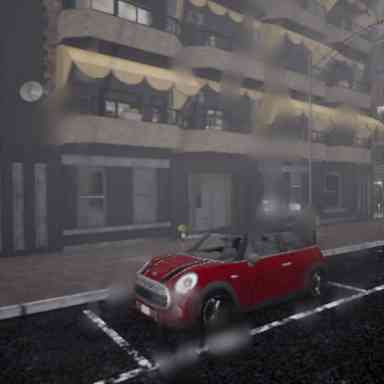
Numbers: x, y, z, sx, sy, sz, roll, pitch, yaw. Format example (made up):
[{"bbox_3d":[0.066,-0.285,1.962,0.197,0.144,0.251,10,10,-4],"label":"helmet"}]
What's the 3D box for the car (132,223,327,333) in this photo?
[{"bbox_3d":[0.851,1.438,6.716,4.097,1.590,1.967,0,-1,-35],"label":"car"}]
